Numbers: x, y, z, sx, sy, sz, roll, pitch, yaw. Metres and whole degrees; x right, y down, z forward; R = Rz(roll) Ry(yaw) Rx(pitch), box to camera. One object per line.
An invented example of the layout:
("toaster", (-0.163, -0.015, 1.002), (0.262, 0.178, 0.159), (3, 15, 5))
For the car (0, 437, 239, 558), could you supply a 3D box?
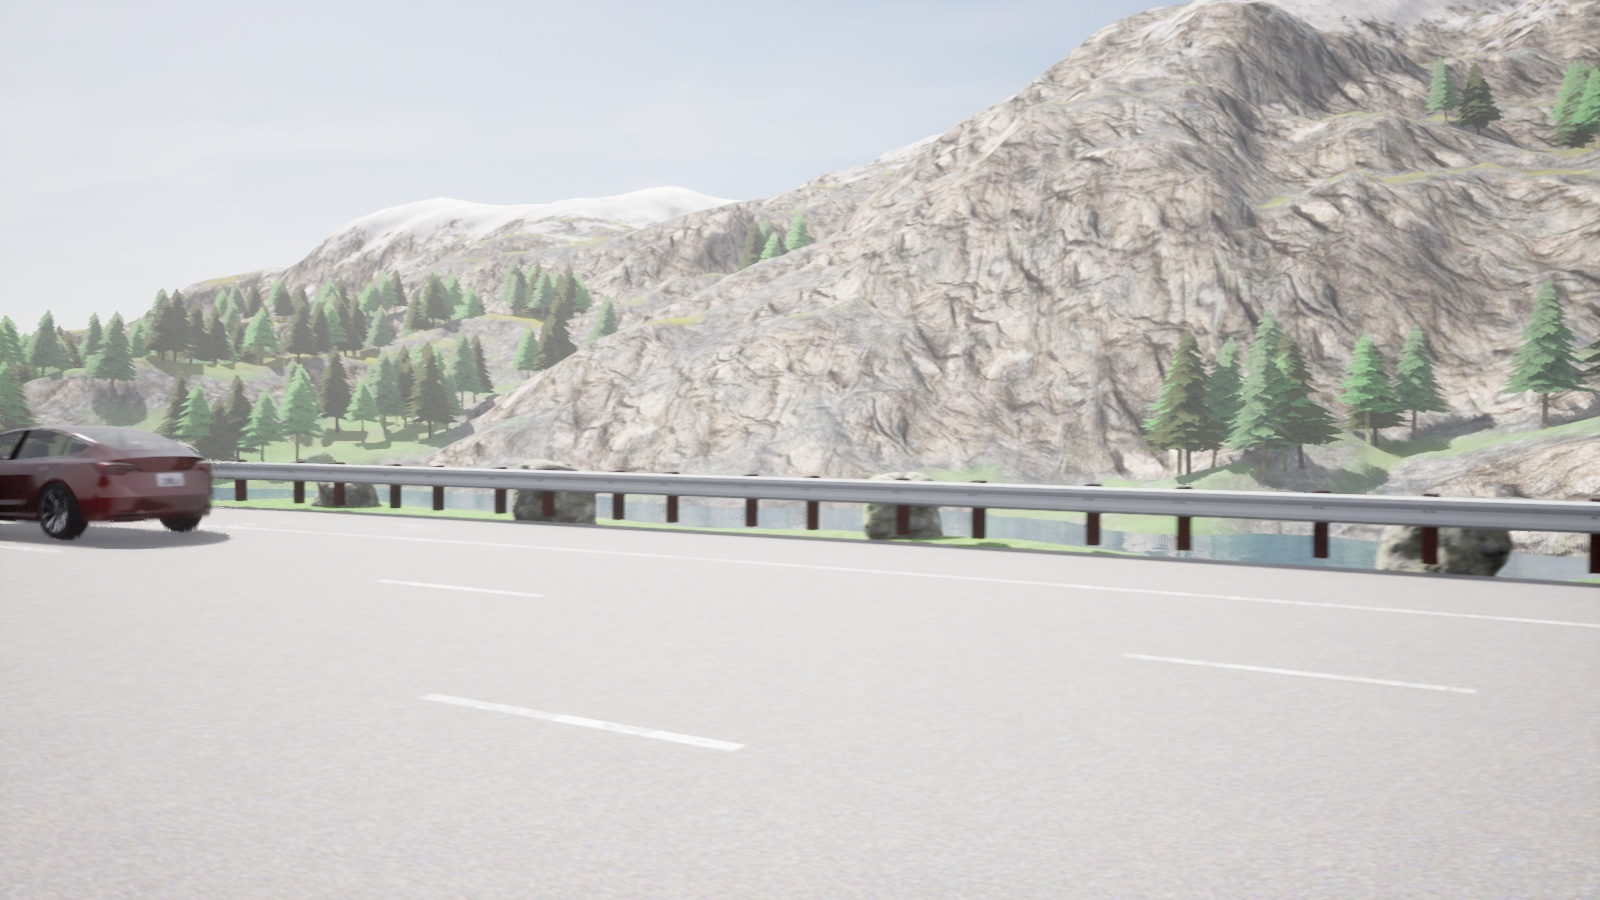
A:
("car", (-10.450, 0.582, 17.626), (4.792, 1.488, 2.163), (0, 1, 27))
